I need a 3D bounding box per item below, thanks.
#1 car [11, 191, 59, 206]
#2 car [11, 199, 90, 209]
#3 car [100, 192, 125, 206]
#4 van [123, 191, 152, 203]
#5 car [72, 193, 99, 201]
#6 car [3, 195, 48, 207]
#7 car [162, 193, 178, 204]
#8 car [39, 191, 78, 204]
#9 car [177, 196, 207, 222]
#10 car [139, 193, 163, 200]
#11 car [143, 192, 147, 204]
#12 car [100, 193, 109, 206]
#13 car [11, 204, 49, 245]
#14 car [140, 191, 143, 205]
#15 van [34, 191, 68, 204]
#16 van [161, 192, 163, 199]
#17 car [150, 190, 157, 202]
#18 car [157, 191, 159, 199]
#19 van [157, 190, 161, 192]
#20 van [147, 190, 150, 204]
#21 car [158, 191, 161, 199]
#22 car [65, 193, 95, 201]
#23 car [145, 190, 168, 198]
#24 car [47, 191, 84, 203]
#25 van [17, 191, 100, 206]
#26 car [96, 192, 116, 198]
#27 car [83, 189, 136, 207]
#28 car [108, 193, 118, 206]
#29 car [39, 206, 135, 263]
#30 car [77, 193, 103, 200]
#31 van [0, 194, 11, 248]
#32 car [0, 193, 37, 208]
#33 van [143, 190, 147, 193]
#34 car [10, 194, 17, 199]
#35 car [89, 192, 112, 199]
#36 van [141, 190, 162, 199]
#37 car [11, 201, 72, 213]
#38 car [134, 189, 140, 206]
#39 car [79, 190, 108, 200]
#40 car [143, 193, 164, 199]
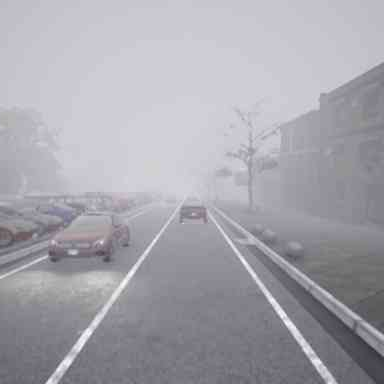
[{"bbox_3d":[-22.057,0.909,46.851,5.566,2.045,2.435,0,0,0],"label":"car"},{"bbox_3d":[-8.898,1.337,19.351,5.008,1.535,2.097,0,0,0],"label":"car"},{"bbox_3d":[-8.891,1.139,30.563,4.553,1.767,2.185,0,0,0],"label":"car"},{"bbox_3d":[-9.080,0.876,55.789,4.442,1.987,1.878,0,1,0],"label":"van"},{"bbox_3d":[-22.060,0.963,69.063,5.008,1.535,2.097,0,1,0],"label":"car"},{"bbox_3d":[-21.995,1.208,44.078,4.792,1.488,2.163,0,0,0],"label":"car"},{"bbox_3d":[-3.333,1.115,53.752,1.837,1.490,4.892,0,1,0],"label":"car"},{"bbox_3d":[-22.071,0.855,55.178,5.566,2.045,2.435,0,0,0],"label":"car"},{"bbox_3d":[0.093,1.307,24.437,1.882,1.535,5.008,0,0,0],"label":"car"},{"bbox_3d":[-8.986,0.914,72.621,5.008,1.535,2.097,0,1,0],"label":"car"},{"bbox_3d":[-8.939,1.175,44.580,4.892,1.521,2.231,0,0,0],"label":"car"},{"bbox_3d":[-8.944,1.175,24.956,4.553,1.767,2.185,0,0,0],"label":"car"},{"bbox_3d":[-8.865,1.403,13.745,4.792,1.488,2.163,0,0,0],"label":"car"},{"bbox_3d":[-8.972,1.067,41.776,4.553,1.767,2.185,0,0,0],"label":"car"},{"bbox_3d":[-22.155,0.899,52.402,4.442,1.987,1.878,0,0,0],"label":"van"},{"bbox_3d":[-8.870,0.728,69.811,4.442,1.987,1.878,0,1,0],"label":"van"},{"bbox_3d":[-8.931,0.869,52.989,5.566,2.045,2.435,0,0,0],"label":"car"},{"bbox_3d":[-8.970,1.092,61.402,4.674,1.452,2.002,0,1,0],"label":"car"},{"bbox_3d":[-9.099,0.763,67.009,4.442,1.987,1.878,0,1,0],"label":"van"},{"bbox_3d":[-9.071,0.912,50.185,4.442,1.987,1.878,0,0,0],"label":"van"},{"bbox_3d":[-9.007,1.053,64.210,4.792,1.488,2.163,0,1,0],"label":"car"},{"bbox_3d":[-22.245,0.995,66.286,5.366,1.575,1.946,0,1,0],"label":"car"},{"bbox_3d":[-8.982,0.503,83.830,5.566,2.045,2.435,0,1,0],"label":"car"},{"bbox_3d":[-22.019,0.832,57.955,5.566,2.045,2.435,0,1,0],"label":"car"},{"bbox_3d":[-8.791,1.093,22.153,4.442,1.987,1.878,0,0,0],"label":"van"},{"bbox_3d":[-22.122,0.757,85.717,4.792,1.488,2.163,0,1,0],"label":"car"},{"bbox_3d":[-8.898,0.995,33.365,5.566,2.045,2.435,0,0,0],"label":"car"},{"bbox_3d":[-8.886,1.157,27.760,4.553,1.767,2.185,0,0,0],"label":"car"},{"bbox_3d":[-3.366,1.440,11.782,1.812,1.442,4.674,0,0,0],"label":"car"},{"bbox_3d":[-22.064,0.927,71.841,4.892,1.521,2.231,0,1,0],"label":"car"},{"bbox_3d":[-8.773,1.165,10.940,4.442,1.987,1.878,0,0,0],"label":"van"},{"bbox_3d":[-22.050,1.070,41.300,4.553,1.767,2.185,0,0,0],"label":"car"},{"bbox_3d":[-9.066,0.931,47.381,4.442,1.987,1.878,0,0,0],"label":"van"},{"bbox_3d":[-21.825,1.229,35.751,5.366,1.575,1.946,0,0,0],"label":"car"},{"bbox_3d":[-22.089,0.807,80.166,5.008,1.535,2.097,0,1,0],"label":"car"},{"bbox_3d":[-9.113,0.649,75.421,4.442,1.987,1.878,0,1,0],"label":"van"},{"bbox_3d":[-8.869,1.385,16.548,4.792,1.488,2.163,0,0,0],"label":"car"},{"bbox_3d":[-8.903,0.977,36.168,5.566,2.045,2.435,0,0,0],"label":"car"},{"bbox_3d":[-22.046,0.635,74.612,5.566,2.045,2.435,0,1,0],"label":"car"},{"bbox_3d":[-9.004,0.875,78.227,4.674,1.452,2.002,0,1,0],"label":"car"}]
